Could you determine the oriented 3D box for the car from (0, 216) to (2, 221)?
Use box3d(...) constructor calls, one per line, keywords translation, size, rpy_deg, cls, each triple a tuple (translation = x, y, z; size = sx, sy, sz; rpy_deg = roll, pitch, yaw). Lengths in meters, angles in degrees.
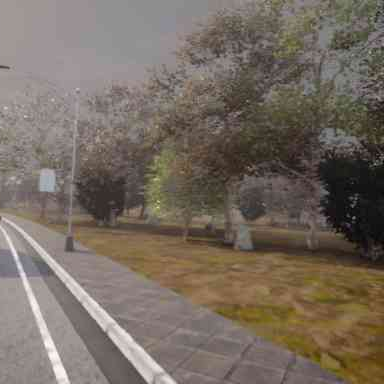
box3d(translation=(-9.238, 1.559, 13.701), size=(2.150, 2.045, 5.566), rpy_deg=(4, -3, -31), cls="car")
